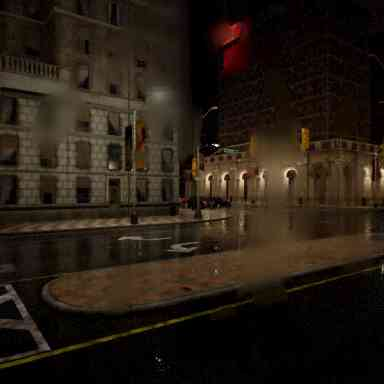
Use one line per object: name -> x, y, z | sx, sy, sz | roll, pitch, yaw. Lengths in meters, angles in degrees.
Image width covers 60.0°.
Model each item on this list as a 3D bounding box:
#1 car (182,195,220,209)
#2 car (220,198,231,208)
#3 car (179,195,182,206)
car -> 1.196, 1.352, 44.987 | 2.097, 1.767, 4.553 | 0, 0, -35
car -> 3.490, 1.478, 47.792 | 1.882, 1.535, 5.008 | 0, 0, -36
car -> -2.256, 1.352, 55.888 | 2.097, 1.767, 4.553 | 0, 0, -35
